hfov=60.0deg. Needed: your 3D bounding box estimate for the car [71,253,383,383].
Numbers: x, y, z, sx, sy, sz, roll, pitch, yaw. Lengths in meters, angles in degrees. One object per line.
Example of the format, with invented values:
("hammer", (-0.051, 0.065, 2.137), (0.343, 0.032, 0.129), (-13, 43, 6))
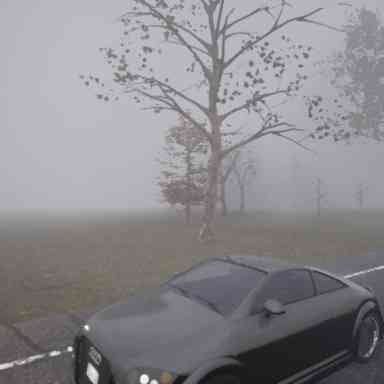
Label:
("car", (0.667, 1.582, 4.359), (4.181, 1.385, 1.994), (0, 0, -36))
